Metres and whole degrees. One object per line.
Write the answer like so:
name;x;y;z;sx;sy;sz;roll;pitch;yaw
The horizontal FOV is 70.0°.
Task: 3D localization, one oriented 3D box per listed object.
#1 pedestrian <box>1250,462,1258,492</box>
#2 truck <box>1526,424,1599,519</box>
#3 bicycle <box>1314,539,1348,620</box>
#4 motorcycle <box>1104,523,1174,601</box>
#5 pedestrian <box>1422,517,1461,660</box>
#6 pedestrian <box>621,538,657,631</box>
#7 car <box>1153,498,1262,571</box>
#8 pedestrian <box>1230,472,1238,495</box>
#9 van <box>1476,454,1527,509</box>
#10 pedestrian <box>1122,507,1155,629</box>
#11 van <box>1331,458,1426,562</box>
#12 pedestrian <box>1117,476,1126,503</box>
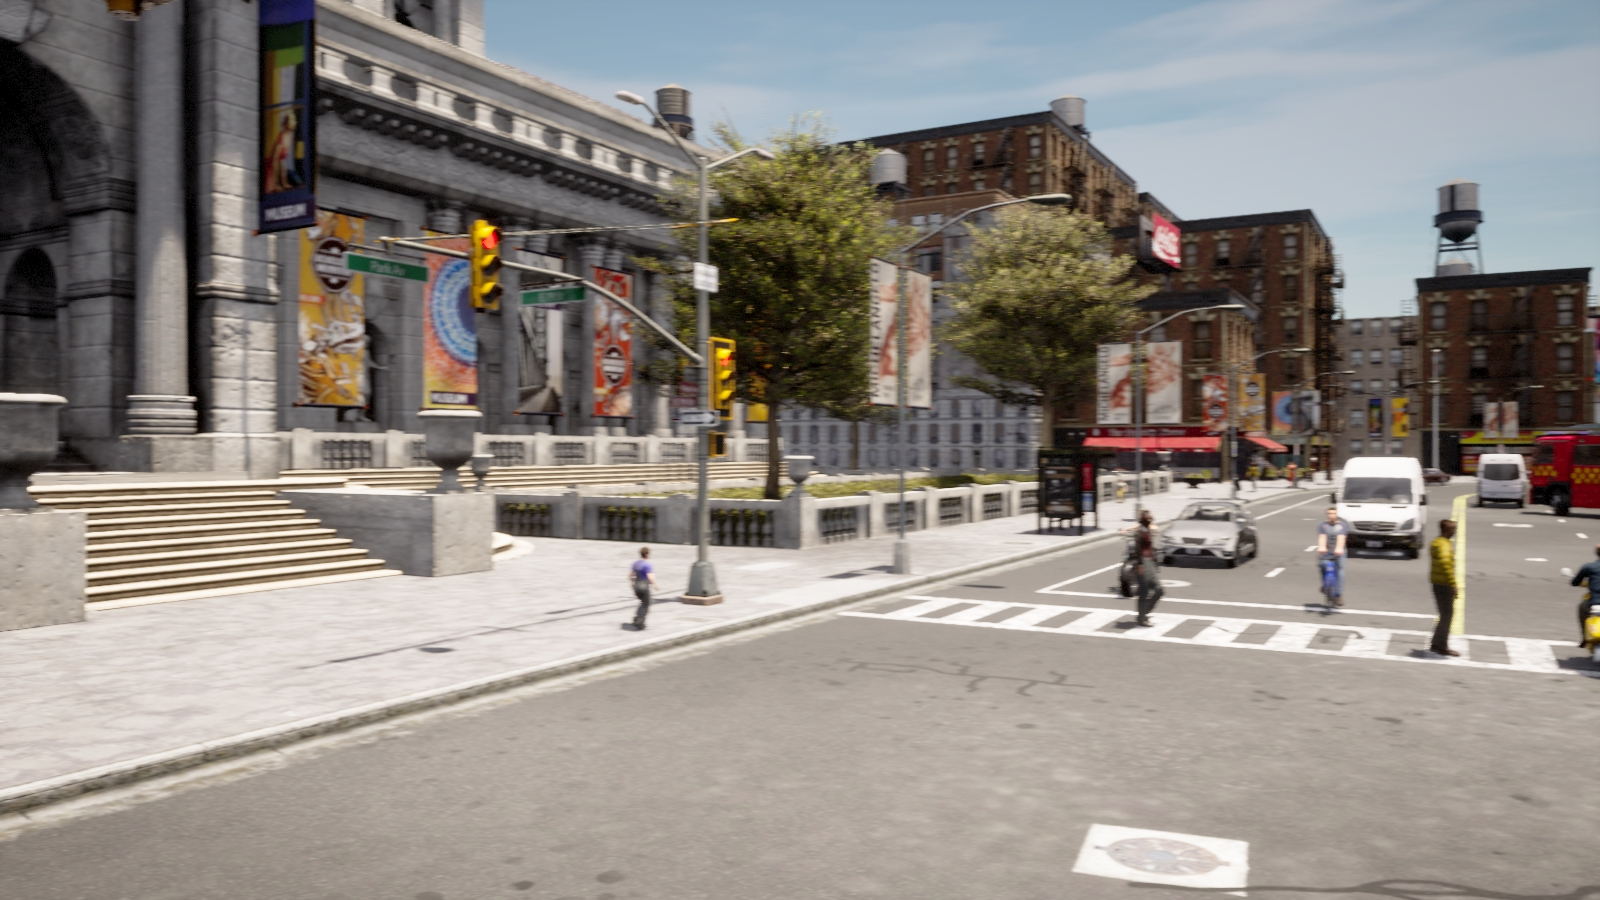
pedestrian;27.542;1.632;69.273;0.375;1.860;0.375;0;0;32
truck;33.701;0.855;45.769;2.891;3.827;8.468;0;0;-9
bicycle;9.130;2.188;19.619;0.373;1.196;1.643;0;1;30
motorcycle;6.631;2.148;22.265;0.764;1.277;2.356;0;0;30
pedestrian;8.589;1.835;15.302;0.375;1.860;0.375;0;0;16
pedestrian;-2.350;1.957;16.675;0.375;1.300;0.375;0;0;33
car;10.208;2.039;28.423;1.816;1.474;4.193;0;0;30
pedestrian;24.663;1.916;64.970;0.375;1.300;0.375;0;0;32
van;34.600;1.487;56.469;1.988;2.561;5.915;0;0;30
pedestrian;5.306;1.831;17.903;0.375;1.860;0.375;0;0;41
van;15.991;1.507;31.404;1.988;2.561;5.915;0;0;30
pedestrian;15.575;1.922;55.338;0.375;1.300;0.375;0;0;24
